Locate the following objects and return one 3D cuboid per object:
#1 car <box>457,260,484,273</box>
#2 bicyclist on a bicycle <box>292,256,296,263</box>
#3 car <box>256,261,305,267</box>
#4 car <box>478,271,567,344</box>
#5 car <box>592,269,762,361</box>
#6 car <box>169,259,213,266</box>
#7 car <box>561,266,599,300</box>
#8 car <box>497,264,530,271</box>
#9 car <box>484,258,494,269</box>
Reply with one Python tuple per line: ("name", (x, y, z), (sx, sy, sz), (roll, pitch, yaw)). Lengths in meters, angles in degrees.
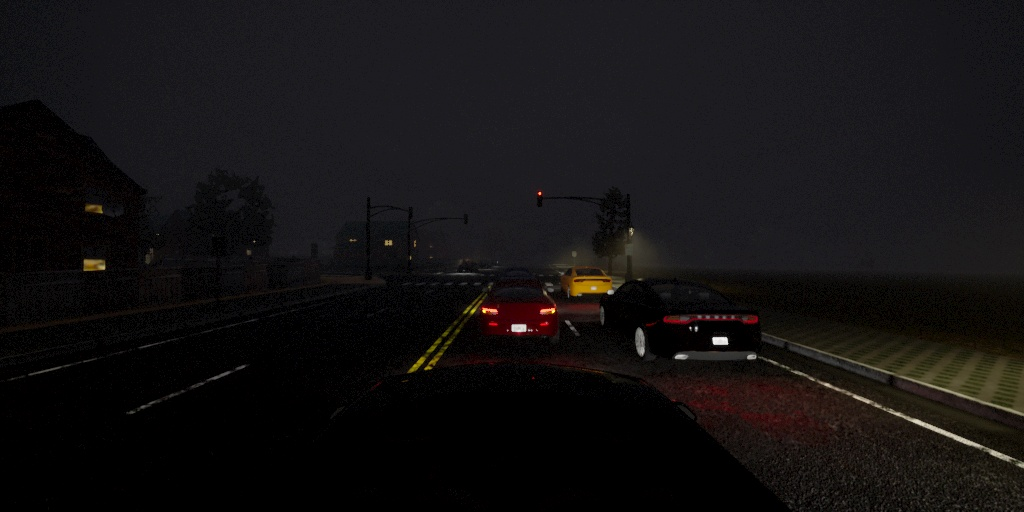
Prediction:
("car", (-5.448, 1.364, 45.529), (2.033, 1.411, 5.357), (0, 0, 6))
("bicyclist on a bicycle", (-24.251, 0.780, 39.936), (0.582, 1.620, 1.656), (1, -1, 15))
("car", (-21.062, 0.910, 32.962), (5.008, 1.535, 1.882), (1, -1, 16))
("car", (0.163, 1.280, 9.475), (1.812, 1.442, 4.674), (0, 0, 1))
("car", (3.402, 1.231, 8.301), (1.882, 1.535, 5.008), (0, 0, 0))
("car", (-31.941, 0.857, 35.979), (4.718, 1.301, 1.895), (1, -1, 16))
("car", (3.532, 1.239, 17.769), (1.882, 1.535, 5.008), (0, 0, 1))
("car", (0.281, 1.289, 18.582), (1.812, 1.442, 4.674), (0, 0, 0))
("car", (-4.619, 1.330, 60.060), (1.882, 1.535, 5.008), (0, 0, 4))
